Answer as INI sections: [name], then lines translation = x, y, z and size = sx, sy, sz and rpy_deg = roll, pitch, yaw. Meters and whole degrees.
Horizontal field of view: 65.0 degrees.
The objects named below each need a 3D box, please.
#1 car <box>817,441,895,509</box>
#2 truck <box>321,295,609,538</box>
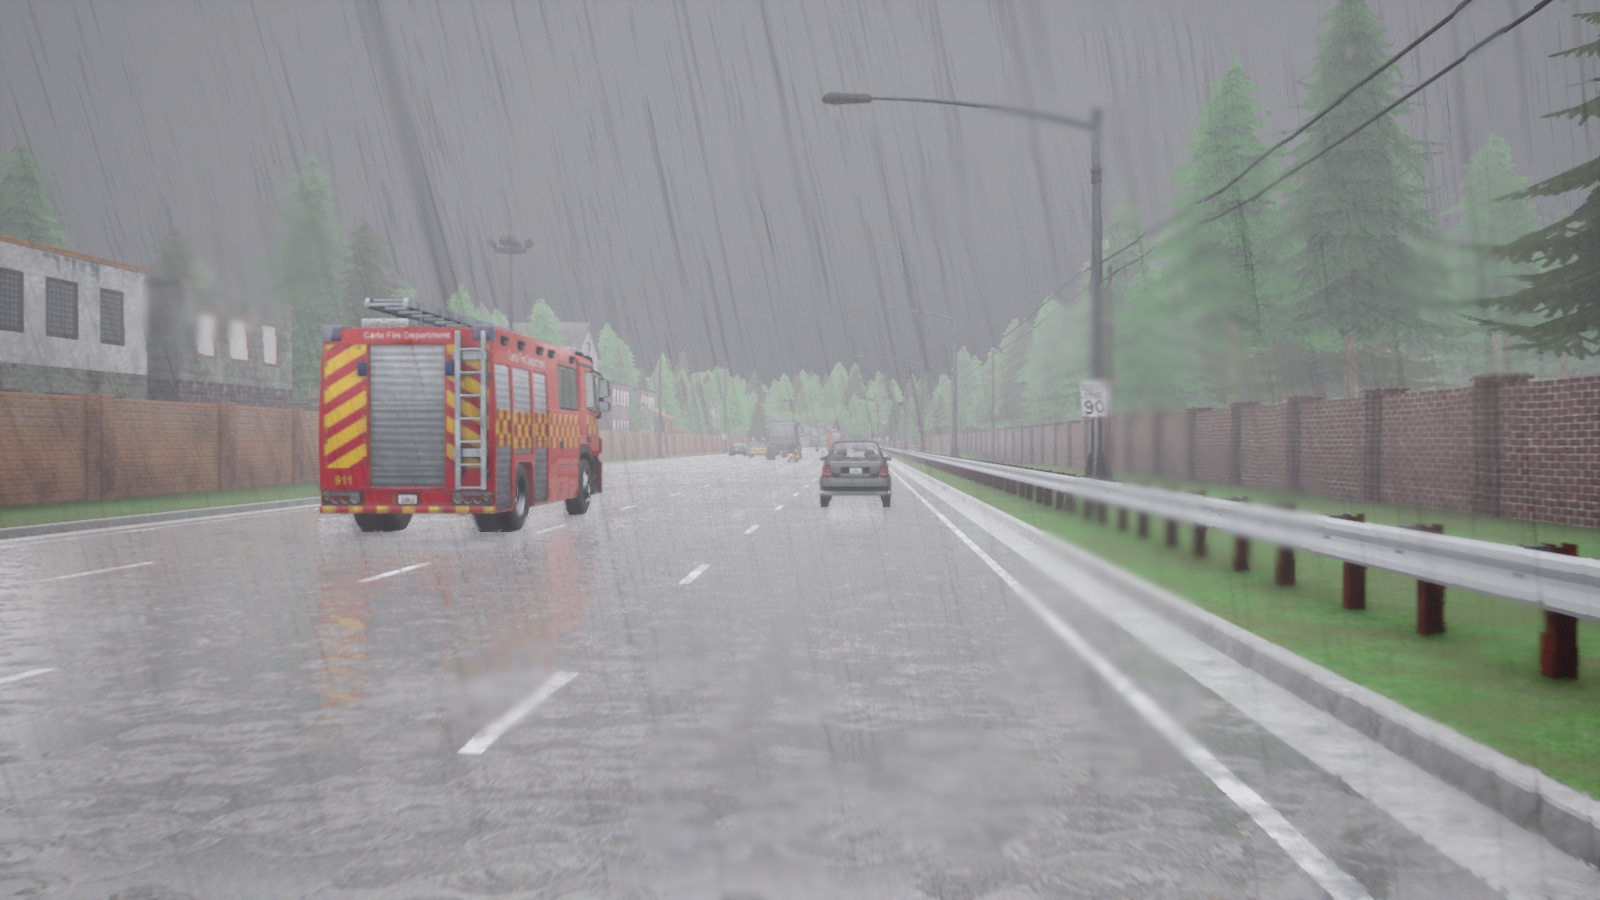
[car]
translation = 1.376, 0.554, 30.808
size = 1.789, 1.549, 3.705
rpy_deg = 0, 1, 3
[truck]
translation = -5.960, -0.559, 24.111
size = 2.891, 3.827, 8.468
rpy_deg = 0, 0, 3
